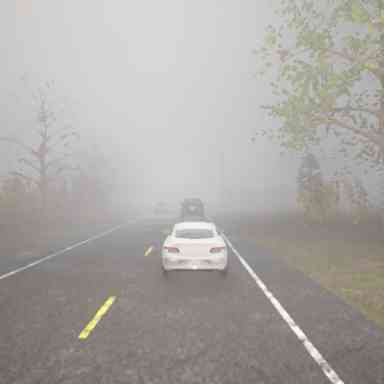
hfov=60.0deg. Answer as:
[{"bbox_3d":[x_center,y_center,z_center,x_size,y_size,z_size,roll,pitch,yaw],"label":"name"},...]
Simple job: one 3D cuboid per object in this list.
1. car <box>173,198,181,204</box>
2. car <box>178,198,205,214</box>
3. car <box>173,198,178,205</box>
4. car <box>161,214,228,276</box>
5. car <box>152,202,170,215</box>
[{"bbox_3d":[-3.727,2.297,84.929,1.837,1.490,4.892,0,-1,0],"label":"car"},{"bbox_3d":[0.044,1.594,31.869,2.150,2.045,5.566,0,-1,0],"label":"car"},{"bbox_3d":[-3.588,2.156,77.610,1.837,1.490,4.892,0,-1,-2],"label":"car"},{"bbox_3d":[0.075,1.652,10.651,1.812,1.442,4.674,0,-1,0],"label":"car"},{"bbox_3d":[-3.737,1.975,40.864,1.837,1.490,4.892,0,-1,-1],"label":"car"}]
